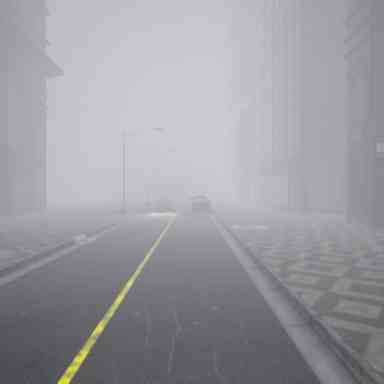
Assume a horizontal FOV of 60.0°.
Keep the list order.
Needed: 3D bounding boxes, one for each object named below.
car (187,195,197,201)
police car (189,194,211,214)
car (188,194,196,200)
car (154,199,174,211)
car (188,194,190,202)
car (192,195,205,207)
[{"bbox_3d":[0.024,1.261,69.924,1.895,1.301,4.718,0,0,0],"label":"car"},{"bbox_3d":[0.911,1.278,33.544,1.930,1.638,5.238,0,0,0],"label":"police car"},{"bbox_3d":[0.029,1.175,84.895,2.128,1.511,4.902,0,0,0],"label":"car"},{"bbox_3d":[-3.083,1.439,37.388,1.895,1.301,4.718,0,0,0],"label":"car"},{"bbox_3d":[0.914,1.171,43.404,2.097,1.767,4.553,0,0,0],"label":"car"},{"bbox_3d":[0.917,1.280,49.435,1.882,1.535,5.008,0,0,0],"label":"car"}]
